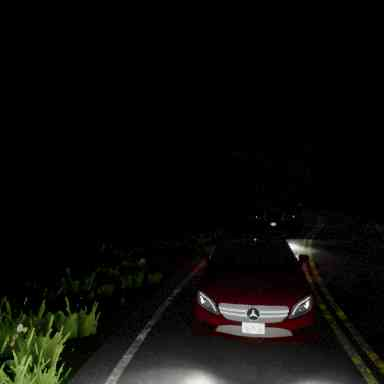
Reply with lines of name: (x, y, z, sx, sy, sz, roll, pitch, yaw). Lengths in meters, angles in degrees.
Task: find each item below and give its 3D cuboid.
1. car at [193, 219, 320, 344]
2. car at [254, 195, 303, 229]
car: (1.229, 1.534, 6.669, 1.812, 1.442, 4.674, -1, 0, 11)
car: (4.999, 1.214, 18.842, 2.150, 2.045, 5.566, -2, -1, 22)
